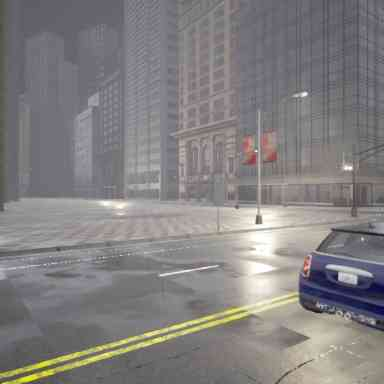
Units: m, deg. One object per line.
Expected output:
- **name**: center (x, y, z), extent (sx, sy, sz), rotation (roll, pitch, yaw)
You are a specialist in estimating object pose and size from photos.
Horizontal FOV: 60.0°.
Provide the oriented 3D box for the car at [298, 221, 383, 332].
- **car**: center (4.140, 1.353, 6.408), extent (4.553, 1.767, 2.097), rotation (0, 0, -36)
